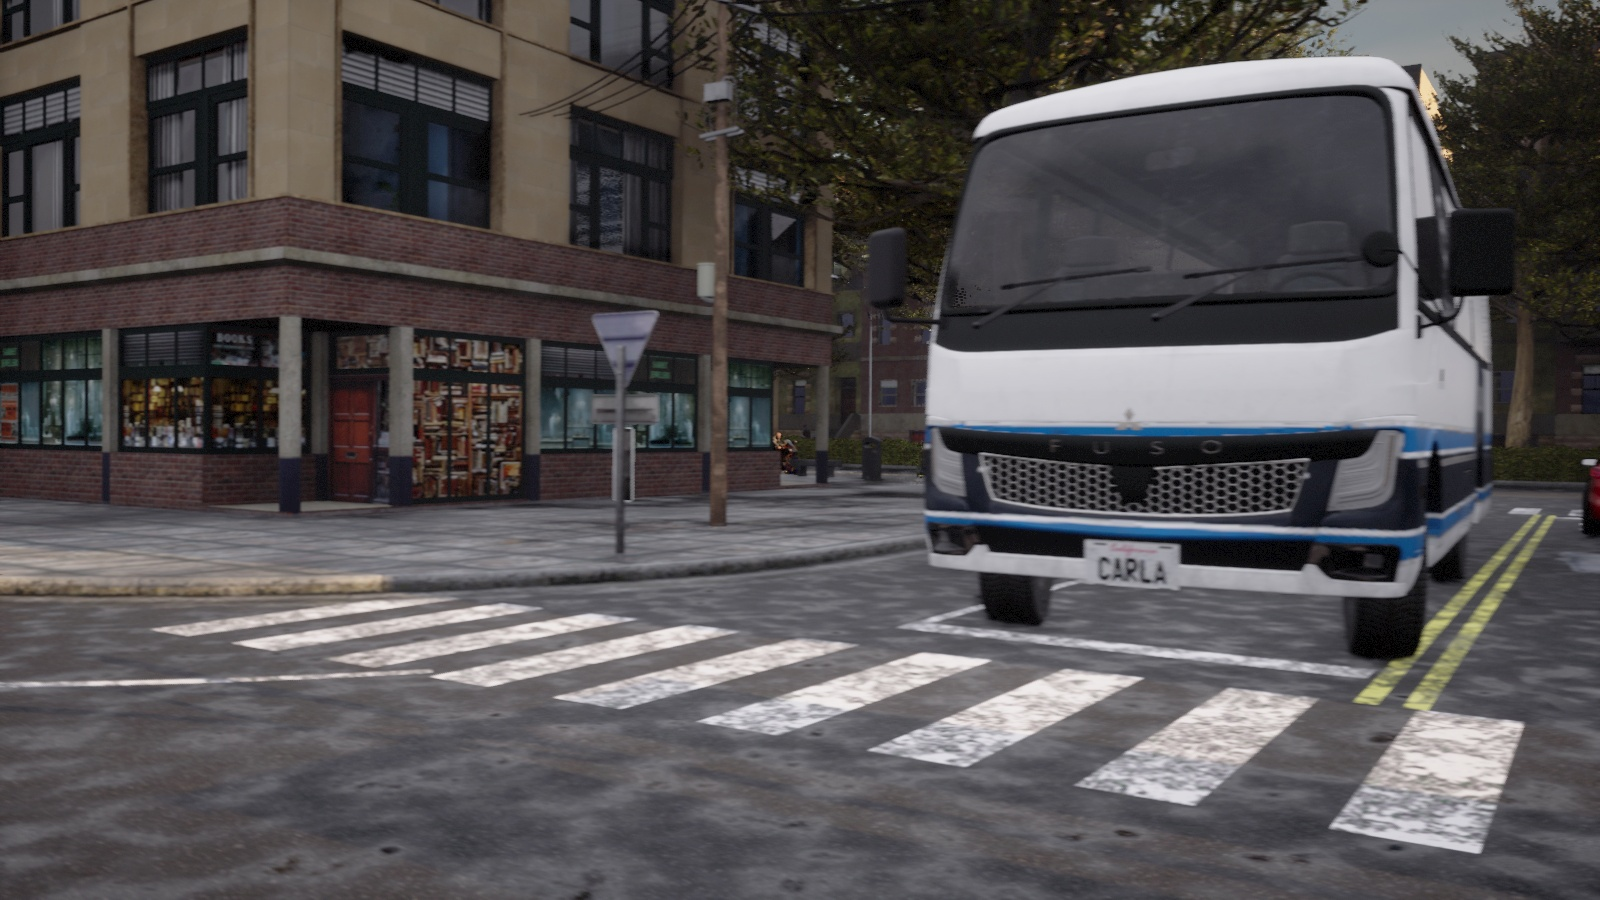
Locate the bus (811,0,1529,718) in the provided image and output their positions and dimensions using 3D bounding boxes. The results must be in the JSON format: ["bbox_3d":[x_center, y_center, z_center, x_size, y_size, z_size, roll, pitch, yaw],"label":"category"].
[{"bbox_3d":[4.440,-0.847,11.771,3.944,4.253,10.273,0,1,31],"label":"bus"}]

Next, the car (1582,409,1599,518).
[{"bbox_3d":[14.146,0.167,20.544,2.242,1.667,4.611,0,1,32],"label":"car"}]

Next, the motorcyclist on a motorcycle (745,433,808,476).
[{"bbox_3d":[-0.857,0.146,45.567,2.191,1.530,0.866,0,1,34],"label":"motorcyclist on a motorcycle"}]
